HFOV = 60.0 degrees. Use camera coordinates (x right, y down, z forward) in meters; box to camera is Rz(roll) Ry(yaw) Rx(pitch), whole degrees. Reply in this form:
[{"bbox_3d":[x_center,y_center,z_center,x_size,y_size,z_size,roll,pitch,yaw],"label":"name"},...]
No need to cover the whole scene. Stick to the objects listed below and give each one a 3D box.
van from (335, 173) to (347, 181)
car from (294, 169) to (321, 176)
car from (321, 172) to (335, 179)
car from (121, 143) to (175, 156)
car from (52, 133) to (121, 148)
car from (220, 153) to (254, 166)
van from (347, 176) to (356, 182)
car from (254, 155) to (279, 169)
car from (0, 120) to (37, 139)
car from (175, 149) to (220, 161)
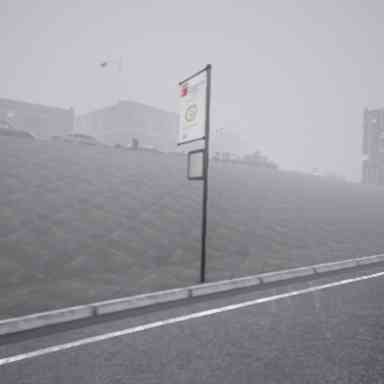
[{"bbox_3d":[24.025,-2.251,56.361,1.878,1.987,4.442,1,-2,43],"label":"van"},{"bbox_3d":[16.265,-2.544,48.266,4.674,1.452,2.002,4,-2,-45],"label":"car"},{"bbox_3d":[20.125,-2.279,52.235,2.002,1.452,4.674,1,-2,44],"label":"car"},{"bbox_3d":[-4.213,-3.560,29.642,4.674,1.452,2.002,2,-1,-39],"label":"car"},{"bbox_3d":[-8.525,-3.734,26.201,4.792,1.488,2.163,2,-1,-38],"label":"car"},{"bbox_3d":[4.198,-3.381,36.819,4.553,1.767,2.185,3,-1,-41],"label":"car"},{"bbox_3d":[27.718,-1.944,60.478,1.878,1.987,4.442,1,-2,42],"label":"van"},{"bbox_3d":[8.358,-3.301,40.584,5.566,2.045,2.435,3,-1,-42],"label":"car"},{"bbox_3d":[-13.063,-4.059,22.717,4.553,1.767,2.185,2,-1,-36],"label":"car"},{"bbox_3d":[-0.050,-3.439,33.113,4.892,1.521,2.231,2,-1,-40],"label":"car"}]
